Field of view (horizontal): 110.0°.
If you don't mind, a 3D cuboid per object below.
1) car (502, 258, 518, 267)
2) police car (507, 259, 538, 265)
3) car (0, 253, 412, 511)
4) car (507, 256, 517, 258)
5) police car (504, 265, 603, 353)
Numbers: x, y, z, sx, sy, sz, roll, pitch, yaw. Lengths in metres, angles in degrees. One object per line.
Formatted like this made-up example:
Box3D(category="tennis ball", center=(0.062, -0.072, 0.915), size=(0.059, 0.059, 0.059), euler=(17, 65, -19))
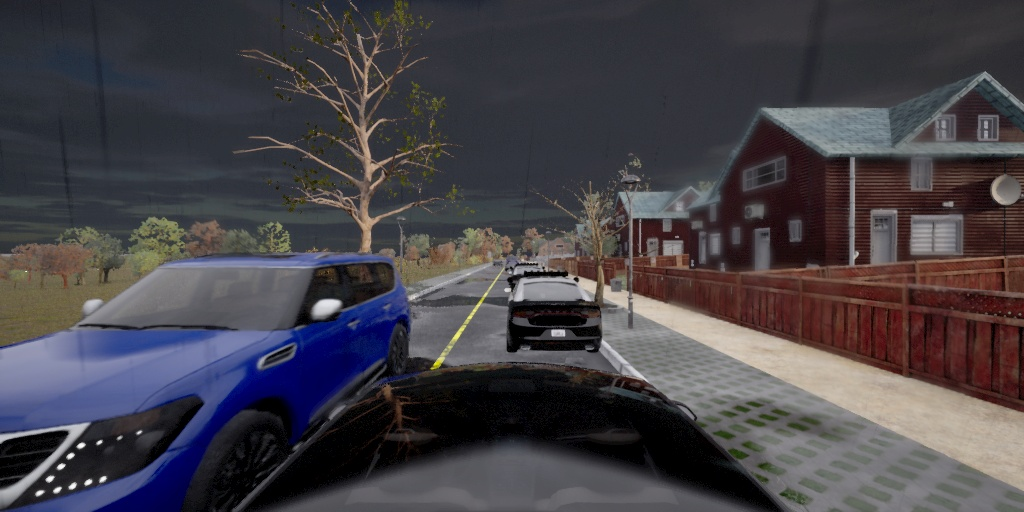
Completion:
Box3D(category="car", center=(0.079, 1.332, 47.273), size=(1.994, 1.385, 4.181), euler=(0, 0, 0))
Box3D(category="police car", center=(0.839, 1.178, 19.000), size=(1.930, 1.638, 5.238), euler=(0, 0, 0))
Box3D(category="car", center=(-2.847, 0.971, 4.208), size=(2.150, 2.045, 5.566), euler=(0, 0, 0))
Box3D(category="car", center=(0.054, 1.005, 62.037), size=(2.150, 2.045, 5.566), euler=(0, 0, 0))
Box3D(category="police car", center=(0.831, 1.176, 9.000), size=(1.930, 1.638, 5.238), euler=(0, 0, 0))
